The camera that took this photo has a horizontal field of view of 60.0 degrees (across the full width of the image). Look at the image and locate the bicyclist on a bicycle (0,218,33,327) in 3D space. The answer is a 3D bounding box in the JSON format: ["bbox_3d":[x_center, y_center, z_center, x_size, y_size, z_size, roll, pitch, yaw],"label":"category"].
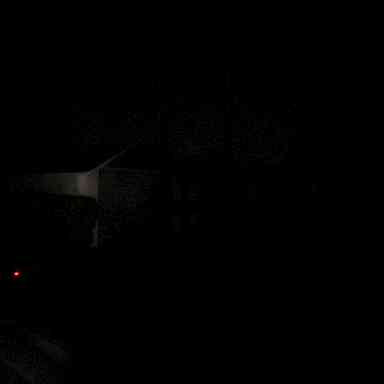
[{"bbox_3d":[-2.887,1.253,5.390,0.582,1.620,1.656,-12,12,-35],"label":"bicyclist on a bicycle"}]
